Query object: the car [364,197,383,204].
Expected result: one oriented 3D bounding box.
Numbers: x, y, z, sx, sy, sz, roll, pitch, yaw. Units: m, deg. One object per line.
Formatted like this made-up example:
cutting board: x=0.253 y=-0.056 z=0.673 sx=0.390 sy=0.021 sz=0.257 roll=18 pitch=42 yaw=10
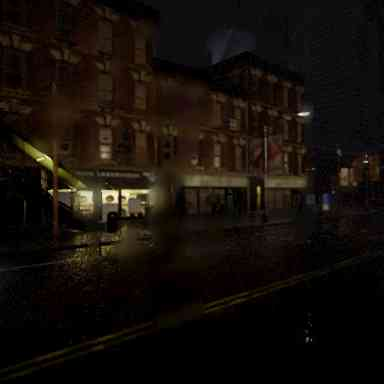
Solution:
car: x=41.003 y=1.945 z=74.888 sx=2.002 sy=1.452 sz=4.674 roll=0 pitch=-1 yaw=-22
